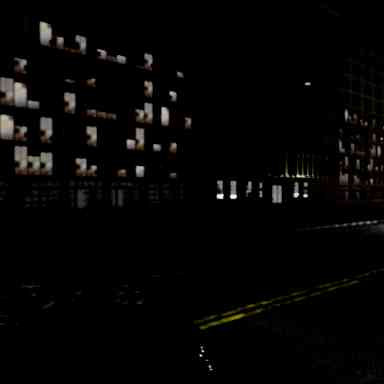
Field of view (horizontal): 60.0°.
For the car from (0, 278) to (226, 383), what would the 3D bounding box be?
[{"bbox_3d":[-2.388,1.222,1.736,5.566,2.045,2.150,0,0,-36],"label":"car"}]
